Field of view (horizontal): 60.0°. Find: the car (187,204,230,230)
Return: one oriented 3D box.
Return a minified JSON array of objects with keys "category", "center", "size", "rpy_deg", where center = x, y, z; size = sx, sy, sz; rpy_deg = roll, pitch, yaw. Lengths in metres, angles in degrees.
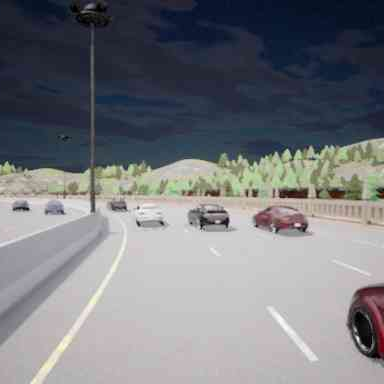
[{"category":"car","center":[0.967,1.513,21.503],"size":[2.128,1.511,4.902],"rpy_deg":[0,0,-12]}]

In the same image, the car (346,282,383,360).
[{"category":"car","center":[3.360,1.554,3.353],"size":[1.994,1.385,4.181],"rpy_deg":[0,0,-2]}]

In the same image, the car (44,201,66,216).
[{"category":"car","center":[-14.373,1.630,34.843],"size":[1.812,1.442,4.674],"rpy_deg":[0,0,-23]}]

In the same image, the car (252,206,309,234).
[{"category":"car","center":[5.006,1.527,19.308],"size":[1.812,1.442,4.674],"rpy_deg":[0,0,-10]}]

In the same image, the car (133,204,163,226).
[{"category":"car","center":[-3.213,1.569,24.064],"size":[1.812,1.442,4.674],"rpy_deg":[0,0,-14]}]

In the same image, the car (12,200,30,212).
[{"category":"car","center":[-20.966,1.687,40.864],"size":[2.033,1.411,5.357],"rpy_deg":[0,0,-27]}]

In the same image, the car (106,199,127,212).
[{"category":"car","center":[-9.408,1.581,41.369],"size":[2.128,1.511,4.902],"rpy_deg":[0,0,-25]}]
